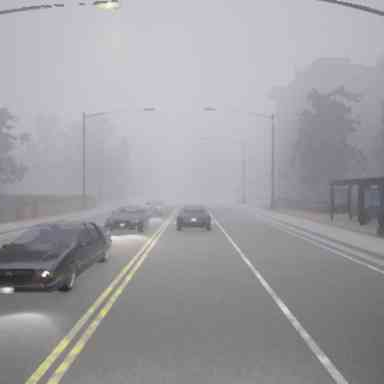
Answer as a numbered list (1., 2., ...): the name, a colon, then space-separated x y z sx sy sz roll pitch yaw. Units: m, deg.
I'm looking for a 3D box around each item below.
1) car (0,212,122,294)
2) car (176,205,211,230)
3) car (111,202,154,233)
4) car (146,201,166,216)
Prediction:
1. car: -3.585 1.513 9.111 2.033 1.411 5.357 0 0 0
2. car: 0.098 1.484 20.291 1.994 1.385 4.181 0 0 0
3. car: -3.585 1.489 19.061 1.994 1.385 4.181 0 0 0
4. car: -3.563 1.477 31.044 1.895 1.301 4.718 0 0 0
